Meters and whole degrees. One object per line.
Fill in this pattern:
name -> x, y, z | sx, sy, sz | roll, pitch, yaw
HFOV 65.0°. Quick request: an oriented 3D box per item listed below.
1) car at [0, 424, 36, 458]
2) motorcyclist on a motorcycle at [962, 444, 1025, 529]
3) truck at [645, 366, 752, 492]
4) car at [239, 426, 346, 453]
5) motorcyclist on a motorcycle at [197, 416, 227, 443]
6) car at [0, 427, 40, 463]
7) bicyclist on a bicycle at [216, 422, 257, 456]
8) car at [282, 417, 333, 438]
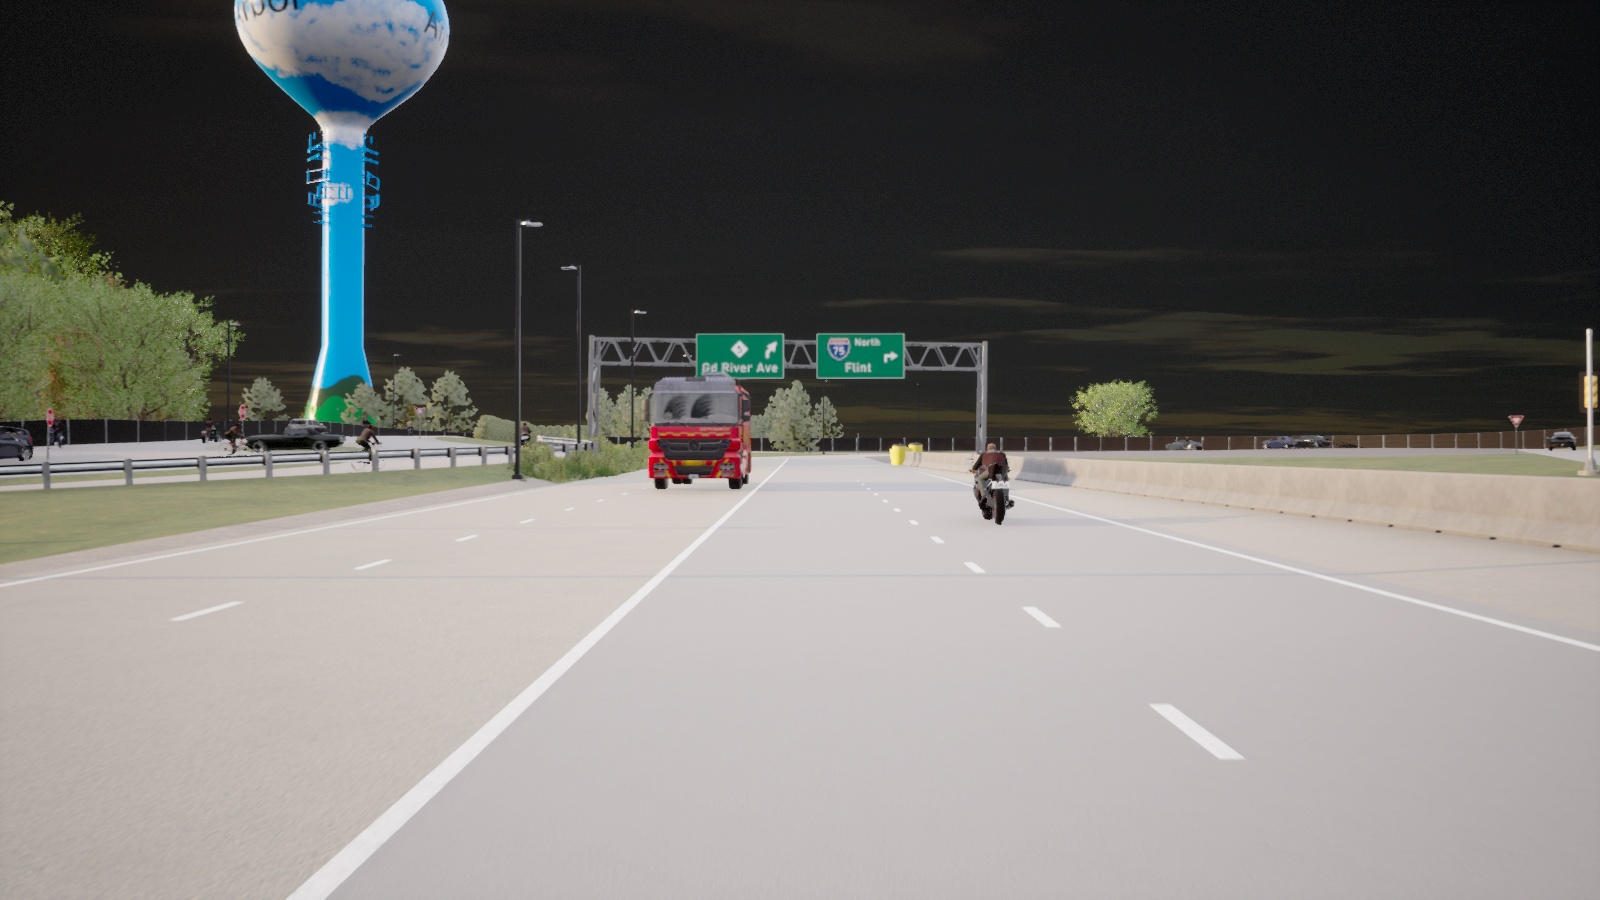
car -> -38.312, -0.397, 58.995 | 1.789, 1.549, 3.705 | 1, 3, 25
motorcyclist on a motorcycle -> 3.652, 0.656, 23.871 | 0.866, 1.530, 2.191 | 0, 0, 0
truck -> -3.240, -0.660, 42.410 | 2.891, 3.827, 8.468 | 0, 0, 0
car -> -25.817, -0.552, 63.989 | 4.718, 1.301, 1.895 | -1, 3, -10
motorcyclist on a motorcycle -> -36.781, -1.291, 78.525 | 0.766, 1.649, 2.350 | 0, 2, -1
car -> -36.131, -0.200, 56.141 | 1.845, 1.501, 3.633 | 0, 3, 5
bicyclist on a bicycle -> -27.082, -0.520, 60.400 | 1.656, 1.620, 0.582 | 0, 2, -3
car -> -35.786, -1.619, 91.337 | 1.970, 1.475, 3.806 | 1, 1, 4
